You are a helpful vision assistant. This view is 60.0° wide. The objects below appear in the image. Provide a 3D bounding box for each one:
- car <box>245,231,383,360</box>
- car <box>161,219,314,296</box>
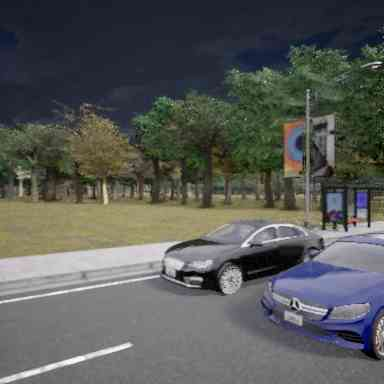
[{"bbox_3d":[3.336,1.541,6.081,4.674,1.442,1.812,0,0,-35],"label":"car"},{"bbox_3d":[1.523,1.507,8.766,4.902,1.511,2.128,0,0,-36],"label":"car"}]
